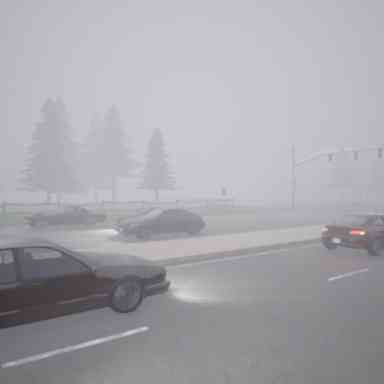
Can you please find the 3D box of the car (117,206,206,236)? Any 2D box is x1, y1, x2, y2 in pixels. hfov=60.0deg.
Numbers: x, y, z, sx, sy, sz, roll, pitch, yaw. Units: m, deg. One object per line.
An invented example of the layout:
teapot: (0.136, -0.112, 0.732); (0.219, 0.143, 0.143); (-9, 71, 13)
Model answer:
car: (-1.431, 1.527, 17.019); (4.674, 1.442, 1.812); (0, 0, -35)

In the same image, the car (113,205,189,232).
car: (-2.486, 1.567, 20.552); (4.181, 1.385, 1.994); (0, 0, -35)

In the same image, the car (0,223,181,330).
car: (-3.047, 1.549, 5.881); (5.357, 1.411, 2.033); (0, 0, -35)

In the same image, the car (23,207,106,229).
car: (-7.988, 1.604, 20.968); (4.718, 1.301, 1.895); (0, 0, -35)

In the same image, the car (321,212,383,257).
car: (6.942, 1.527, 13.009); (4.674, 1.442, 1.812); (0, 0, -36)
